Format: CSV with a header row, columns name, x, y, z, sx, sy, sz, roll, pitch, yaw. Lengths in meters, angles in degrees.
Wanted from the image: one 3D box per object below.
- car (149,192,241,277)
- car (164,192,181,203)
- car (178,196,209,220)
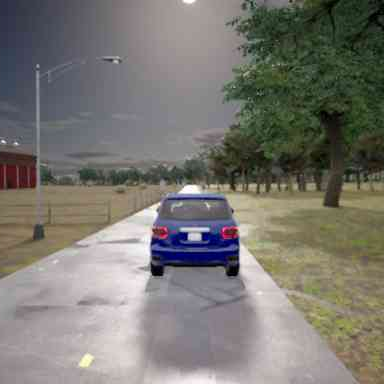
name,x,y,z,sx,sy,sz,roll,pitch,yaw
car,0.094,1.037,9.806,2.150,2.045,5.566,0,0,1
car,-2.621,0.717,45.822,1.994,1.385,4.181,0,1,0
car,0.160,1.104,24.494,2.033,1.411,5.357,0,1,1
